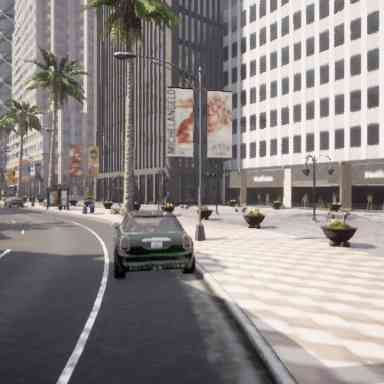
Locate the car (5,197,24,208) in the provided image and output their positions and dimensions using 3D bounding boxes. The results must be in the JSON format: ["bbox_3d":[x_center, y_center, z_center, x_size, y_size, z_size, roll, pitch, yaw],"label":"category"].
[{"bbox_3d":[-25.899,1.451,48.418,2.231,1.521,4.892,0,0,-39],"label":"car"}]

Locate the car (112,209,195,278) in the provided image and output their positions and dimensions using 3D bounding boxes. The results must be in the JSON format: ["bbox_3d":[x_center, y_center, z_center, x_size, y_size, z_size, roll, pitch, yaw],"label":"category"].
[{"bbox_3d":[-1.383,1.342,10.393,2.097,1.767,4.553,0,0,-14],"label":"car"}]
